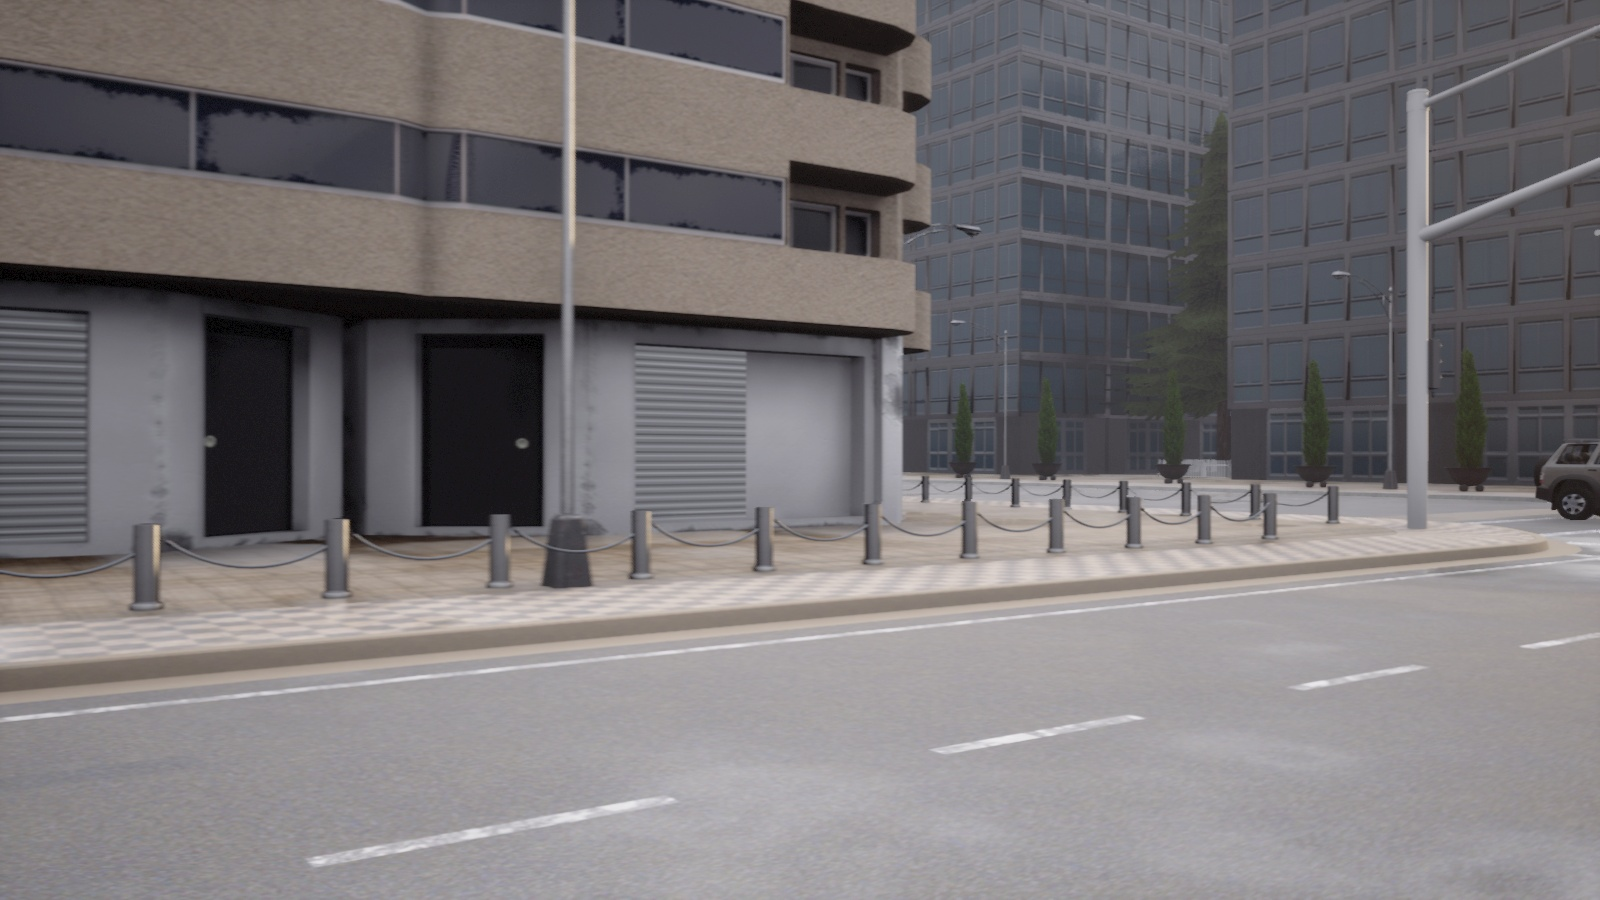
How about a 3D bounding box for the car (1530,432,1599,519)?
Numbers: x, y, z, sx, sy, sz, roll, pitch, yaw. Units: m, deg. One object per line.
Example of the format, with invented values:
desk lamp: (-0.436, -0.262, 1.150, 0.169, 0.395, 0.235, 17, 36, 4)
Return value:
car: (18.267, 0.549, 26.463, 1.932, 1.855, 4.605, 0, 0, -36)
